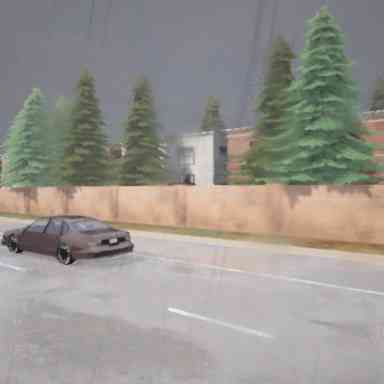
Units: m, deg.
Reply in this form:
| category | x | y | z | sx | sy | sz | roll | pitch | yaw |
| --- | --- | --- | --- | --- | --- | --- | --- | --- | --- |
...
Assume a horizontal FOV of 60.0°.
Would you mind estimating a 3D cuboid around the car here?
| category | x | y | z | sx | sy | sz | roll | pitch | yaw |
| --- | --- | --- | --- | --- | --- | --- | --- | --- | --- |
| car | -4.409 | 1.499 | 11.430 | 5.357 | 1.411 | 2.033 | 0 | 0 | 35 |
